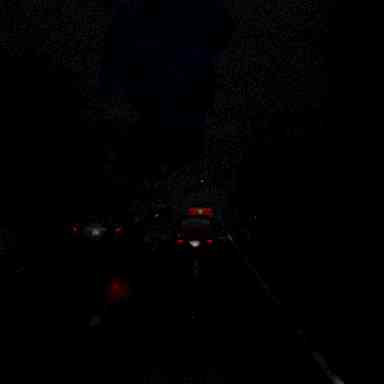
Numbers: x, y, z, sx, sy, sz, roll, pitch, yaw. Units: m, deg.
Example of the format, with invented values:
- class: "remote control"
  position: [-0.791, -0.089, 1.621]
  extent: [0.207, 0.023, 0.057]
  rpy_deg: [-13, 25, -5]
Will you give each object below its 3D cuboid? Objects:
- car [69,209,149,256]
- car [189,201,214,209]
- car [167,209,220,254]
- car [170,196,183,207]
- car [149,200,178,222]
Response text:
- class: "car"
  position: [-3.333, 1.481, 13.855]
  extent: [2.097, 1.767, 4.553]
  rpy_deg: [0, -1, 2]
- class: "car"
  position: [0.779, 1.620, 28.595]
  extent: [2.097, 1.767, 4.553]
  rpy_deg: [0, -1, 3]
- class: "car"
  position: [0.177, 1.659, 14.060]
  extent: [1.812, 1.442, 4.674]
  rpy_deg: [0, 0, 2]
- class: "car"
  position: [-3.086, 1.832, 66.540]
  extent: [2.150, 2.045, 5.566]
  rpy_deg: [0, -1, 6]
- class: "car"
  position: [-2.688, 1.753, 29.191]
  extent: [1.882, 1.535, 5.008]
  rpy_deg: [0, 0, 4]
